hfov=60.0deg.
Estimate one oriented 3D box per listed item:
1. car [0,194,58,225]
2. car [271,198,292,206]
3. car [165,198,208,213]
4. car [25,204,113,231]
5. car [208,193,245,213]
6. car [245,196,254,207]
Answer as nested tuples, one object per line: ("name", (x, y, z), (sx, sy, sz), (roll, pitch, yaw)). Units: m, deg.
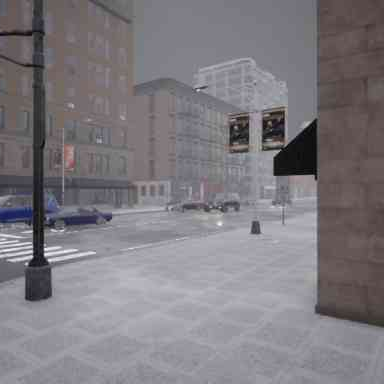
("car", (-11.008, 1.183, 20.602), (2.150, 2.045, 5.566), (0, 0, 37))
("car", (13.326, 1.306, 49.107), (1.837, 1.490, 4.892), (0, 0, 36))
("car", (-0.809, 1.380, 34.929), (2.128, 1.511, 4.902), (0, 0, 35))
("car", (-7.205, 1.548, 20.283), (1.895, 1.301, 4.718), (0, 0, 35))
("car", (3.269, 1.093, 35.136), (2.150, 2.045, 5.566), (0, 0, 32))
("car", (7.201, 1.322, 46.176), (2.128, 1.511, 4.902), (0, 0, 36))
